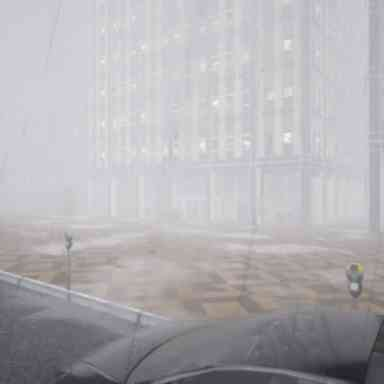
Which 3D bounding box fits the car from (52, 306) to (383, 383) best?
[{"bbox_3d":[0.791,1.566,2.314,4.313,1.339,1.947,0,0,36],"label":"car"}]
